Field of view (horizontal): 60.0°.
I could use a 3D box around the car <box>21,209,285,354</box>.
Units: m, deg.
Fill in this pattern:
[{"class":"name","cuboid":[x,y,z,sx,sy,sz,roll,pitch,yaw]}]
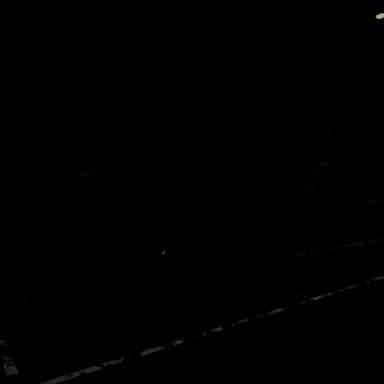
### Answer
[{"class":"car","cuboid":[-0.378,1.309,6.300,5.009,1.841,2.192,0,0,-36]}]
